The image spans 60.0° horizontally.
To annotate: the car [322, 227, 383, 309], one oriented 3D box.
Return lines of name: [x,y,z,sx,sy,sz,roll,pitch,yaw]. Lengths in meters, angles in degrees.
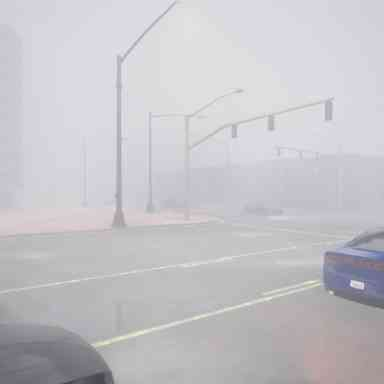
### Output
car: [4.928,1.478,7.262,5.008,1.535,1.882,0,0,-35]

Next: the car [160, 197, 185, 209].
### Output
car: [-2.531,1.492,45.052,2.128,1.511,4.902,0,0,-36]

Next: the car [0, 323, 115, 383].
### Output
car: [-2.820,1.504,1.742,4.892,1.490,1.837,0,0,-35]

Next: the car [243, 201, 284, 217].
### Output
car: [6.732,1.564,31.747,1.994,1.385,4.181,0,0,-32]

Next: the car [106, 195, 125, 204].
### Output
car: [-14.183,1.351,61.469,2.097,1.767,4.553,0,0,-35]
